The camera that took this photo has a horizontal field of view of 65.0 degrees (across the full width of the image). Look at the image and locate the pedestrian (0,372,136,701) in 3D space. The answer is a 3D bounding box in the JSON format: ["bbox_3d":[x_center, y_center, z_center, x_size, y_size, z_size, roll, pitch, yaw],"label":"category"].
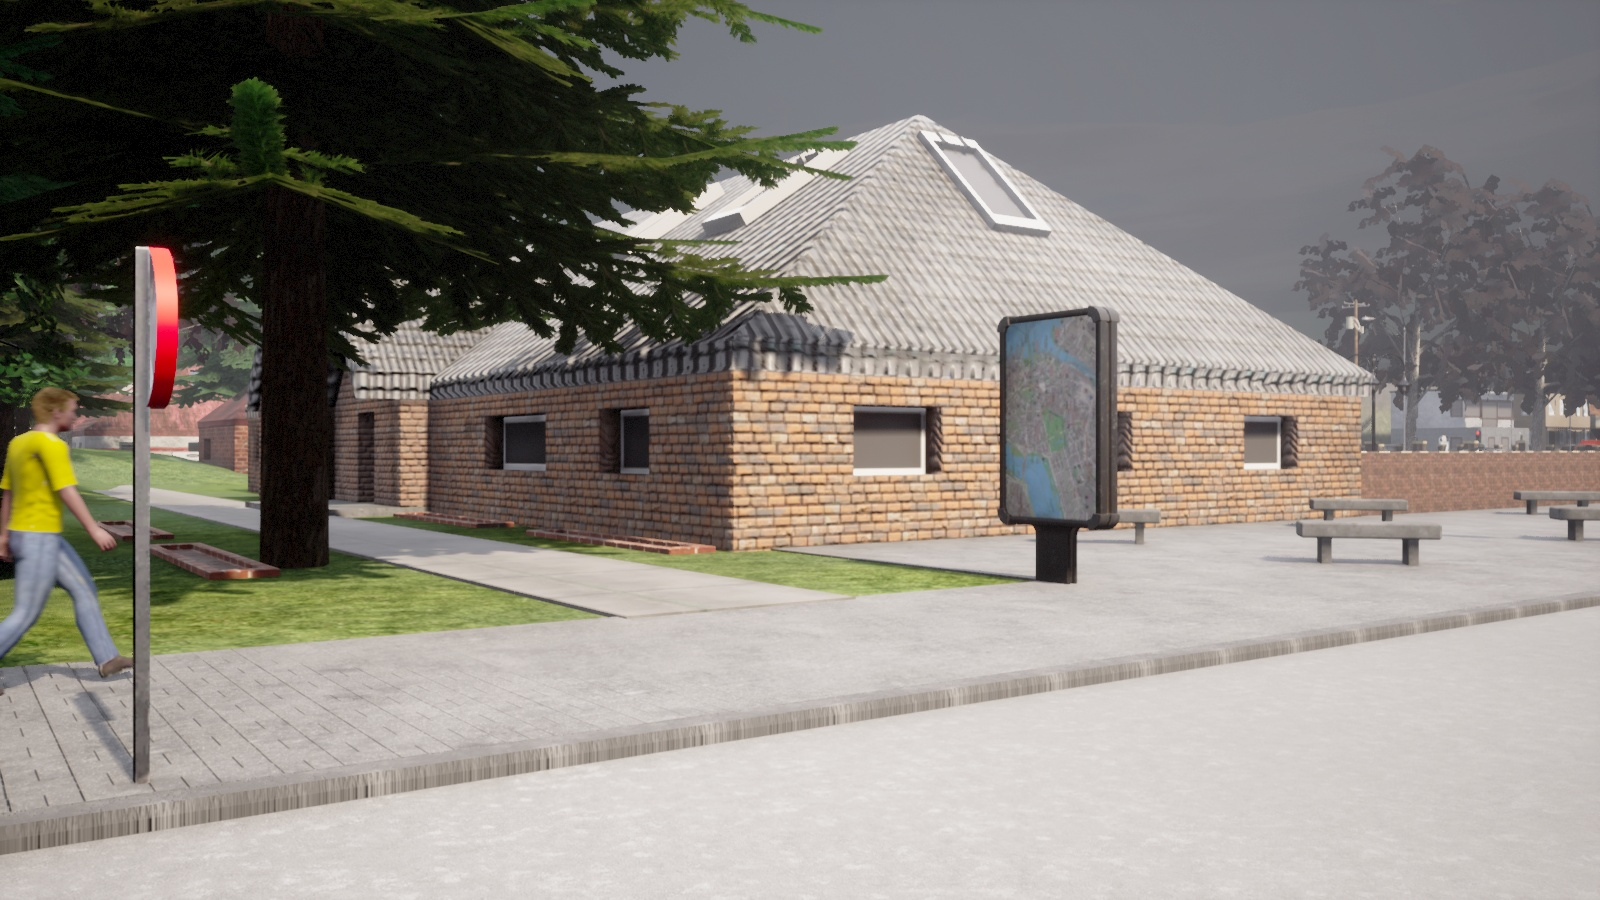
[{"bbox_3d":[-4.333,0.480,7.358,0.706,1.836,0.354,0,0,-44],"label":"pedestrian"}]
